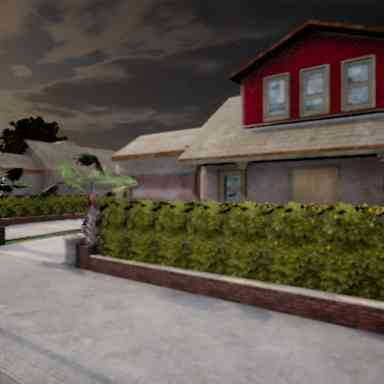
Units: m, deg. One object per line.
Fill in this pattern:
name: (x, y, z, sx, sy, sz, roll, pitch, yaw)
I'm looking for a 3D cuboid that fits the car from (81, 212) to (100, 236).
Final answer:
car: (-3.159, 1.173, 14.801, 1.845, 1.501, 3.633, 0, 0, 33)
